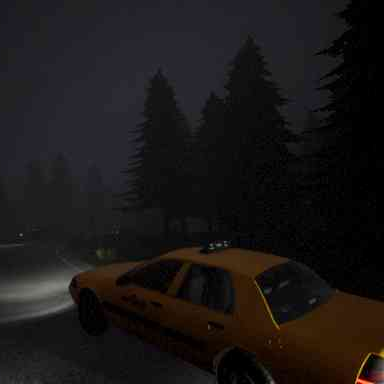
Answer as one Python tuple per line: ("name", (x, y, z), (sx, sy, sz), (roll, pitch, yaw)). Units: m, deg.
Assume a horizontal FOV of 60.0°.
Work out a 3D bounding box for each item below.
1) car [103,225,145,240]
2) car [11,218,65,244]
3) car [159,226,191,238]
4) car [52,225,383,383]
("car", (-7.422, 4.516, 36.974), (2.033, 1.411, 5.357), (-4, -8, 20))
("car", (-12.728, 3.232, 28.167), (2.150, 2.045, 5.566), (-4, -7, 7))
("car", (-2.295, 5.549, 46.278), (1.882, 1.535, 5.008), (-5, -8, 30))
("car", (0.127, 1.441, 4.750), (5.366, 1.575, 1.801), (0, 1, 43))
